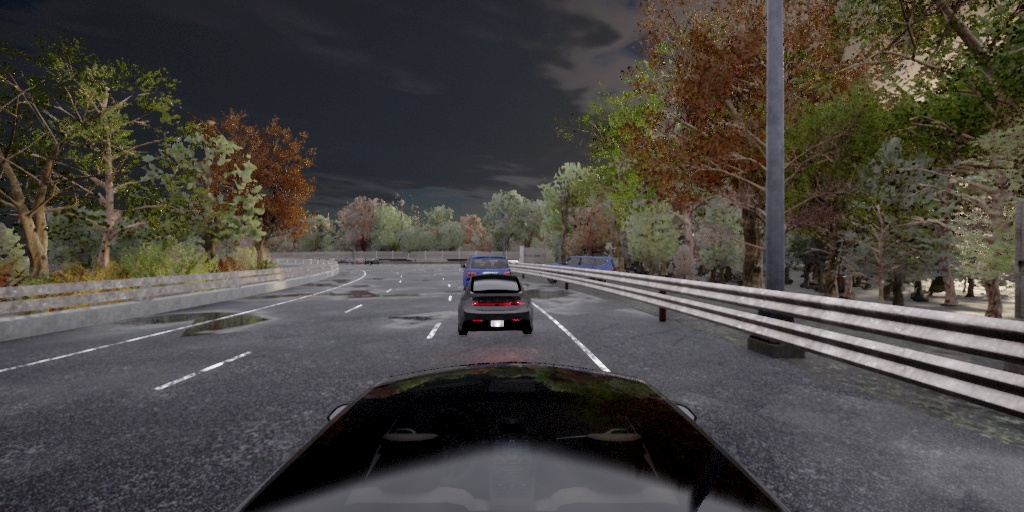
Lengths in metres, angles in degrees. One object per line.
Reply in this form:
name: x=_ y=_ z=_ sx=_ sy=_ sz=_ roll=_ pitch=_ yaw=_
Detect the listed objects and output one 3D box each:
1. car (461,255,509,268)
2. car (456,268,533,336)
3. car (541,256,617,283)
car: x=-1.324 y=0.971 z=17.860 sx=2.150 sy=2.045 sz=5.566 roll=0 pitch=0 yaw=-9
car: x=-0.545 y=1.255 z=10.390 sx=1.837 sy=1.490 sz=4.892 roll=0 pitch=0 yaw=-5
car: x=4.827 y=0.992 z=26.186 sx=5.566 sy=2.045 sz=2.150 roll=3 pitch=1 yaw=11
